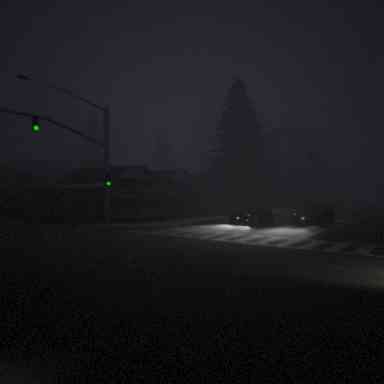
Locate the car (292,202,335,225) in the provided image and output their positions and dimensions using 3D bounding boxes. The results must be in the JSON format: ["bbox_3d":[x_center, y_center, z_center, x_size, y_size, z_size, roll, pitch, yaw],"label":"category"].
[{"bbox_3d":[8.817,1.482,23.930,2.128,1.511,4.902,0,0,38],"label":"car"}]

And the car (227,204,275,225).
[{"bbox_3d":[4.263,1.549,23.751,1.994,1.385,4.181,0,0,38],"label":"car"}]
